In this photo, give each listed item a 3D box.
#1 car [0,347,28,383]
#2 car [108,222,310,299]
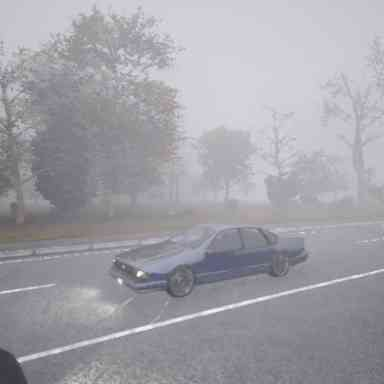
[{"bbox_3d":[-2.928,1.554,1.521,4.181,1.385,1.994,0,0,-36],"label":"car"},{"bbox_3d":[0.696,1.525,8.569,5.357,1.411,2.033,0,0,-33],"label":"car"}]
